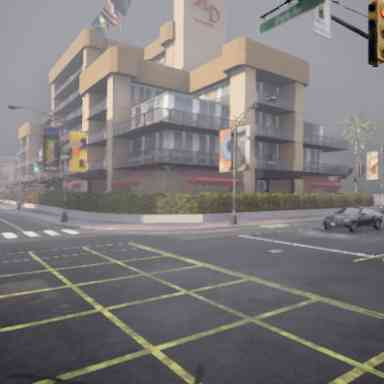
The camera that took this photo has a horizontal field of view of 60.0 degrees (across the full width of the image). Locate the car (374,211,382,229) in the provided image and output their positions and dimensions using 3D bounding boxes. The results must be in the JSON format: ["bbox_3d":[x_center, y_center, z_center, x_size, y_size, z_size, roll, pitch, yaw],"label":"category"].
[{"bbox_3d":[12.523,1.613,18.344,4.902,1.511,2.128,0,0,-35],"label":"car"}]

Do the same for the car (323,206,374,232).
[{"bbox_3d":[10.239,1.645,21.011,4.674,1.442,1.812,0,0,-35],"label":"car"}]
